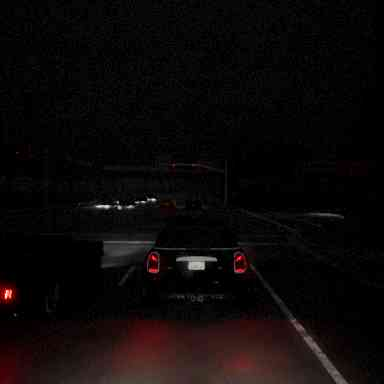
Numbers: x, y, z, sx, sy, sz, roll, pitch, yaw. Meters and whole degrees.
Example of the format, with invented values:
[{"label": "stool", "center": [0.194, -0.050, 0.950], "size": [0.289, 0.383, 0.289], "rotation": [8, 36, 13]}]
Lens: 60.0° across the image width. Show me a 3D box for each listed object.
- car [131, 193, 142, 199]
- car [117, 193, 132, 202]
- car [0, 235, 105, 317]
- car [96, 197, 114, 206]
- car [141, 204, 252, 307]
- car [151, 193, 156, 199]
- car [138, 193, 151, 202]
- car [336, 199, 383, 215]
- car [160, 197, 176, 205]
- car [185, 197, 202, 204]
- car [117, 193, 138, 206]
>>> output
[{"label": "car", "center": [-13.844, 0.926, 83.163], "size": [1.812, 1.442, 4.674], "rotation": [0, 1, 0]}, {"label": "car", "center": [-13.872, 1.037, 68.190], "size": [2.097, 1.767, 4.553], "rotation": [0, 1, 0]}, {"label": "car", "center": [-3.405, 1.598, 7.381], "size": [1.895, 1.301, 4.718], "rotation": [0, 0, 0]}, {"label": "car", "center": [-13.979, 1.433, 53.499], "size": [1.994, 1.385, 4.181], "rotation": [0, 1, 0]}, {"label": "car", "center": [0.095, 1.349, 8.108], "size": [2.097, 1.767, 4.553], "rotation": [0, 0, 0]}, {"label": "car", "center": [-10.343, 0.981, 83.895], "size": [1.895, 1.301, 4.718], "rotation": [0, 1, 0]}, {"label": "car", "center": [-10.371, 1.208, 69.054], "size": [2.033, 1.411, 5.357], "rotation": [0, 1, 0]}, {"label": "car", "center": [16.741, 1.492, 32.771], "size": [4.892, 1.490, 1.837], "rotation": [0, 0, -1]}, {"label": "car", "center": [-3.314, 1.409, 45.791], "size": [1.882, 1.535, 5.008], "rotation": [0, 0, 0]}, {"label": "car", "center": [0.180, 1.426, 42.149], "size": [1.882, 1.535, 5.008], "rotation": [0, 0, 0]}, {"label": "car", "center": [-10.473, 1.344, 53.494], "size": [1.882, 1.535, 5.008], "rotation": [0, 1, 0]}]
